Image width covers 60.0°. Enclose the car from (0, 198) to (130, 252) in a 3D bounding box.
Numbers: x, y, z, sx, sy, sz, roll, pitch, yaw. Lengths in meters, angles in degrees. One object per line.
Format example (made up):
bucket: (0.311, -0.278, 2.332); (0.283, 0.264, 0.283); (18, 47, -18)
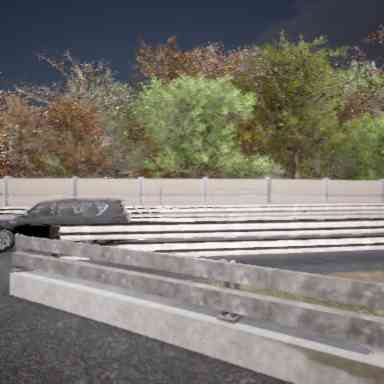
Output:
car: (-5.185, 1.269, 13.087); (5.566, 2.045, 2.150); (0, 1, -3)
